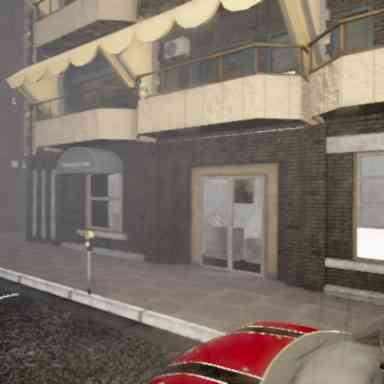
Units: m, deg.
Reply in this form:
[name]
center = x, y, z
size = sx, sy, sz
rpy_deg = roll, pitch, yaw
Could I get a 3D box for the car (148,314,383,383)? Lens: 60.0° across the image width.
[car]
center = 1.456, 1.442, 1.837
size = 4.097, 1.590, 1.967
rpy_deg = 1, 0, 36
